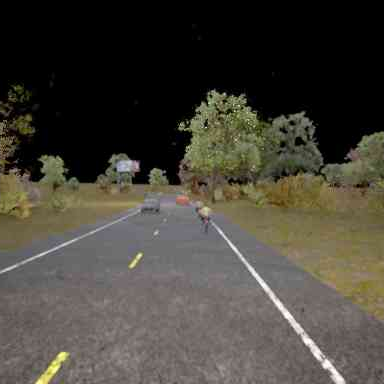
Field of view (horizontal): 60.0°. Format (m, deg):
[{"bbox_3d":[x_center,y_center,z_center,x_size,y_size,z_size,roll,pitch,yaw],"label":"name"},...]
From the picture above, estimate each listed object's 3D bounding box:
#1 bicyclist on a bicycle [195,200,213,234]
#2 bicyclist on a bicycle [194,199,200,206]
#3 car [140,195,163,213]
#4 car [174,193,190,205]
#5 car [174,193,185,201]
[{"bbox_3d":[0.748,1.387,17.988,0.866,1.612,1.509,0,0,-1],"label":"bicyclist on a bicycle"},{"bbox_3d":[0.581,1.356,27.409,0.866,1.612,1.509,0,0,-2],"label":"bicyclist on a bicycle"},{"bbox_3d":[-4.246,1.403,34.876,1.837,1.490,4.892,0,0,-2],"label":"car"},{"bbox_3d":[-1.543,1.170,56.113,2.097,1.767,4.553,0,0,-3],"label":"car"},{"bbox_3d":[-2.777,1.101,73.571,2.097,1.767,4.553,0,0,-4],"label":"car"}]
